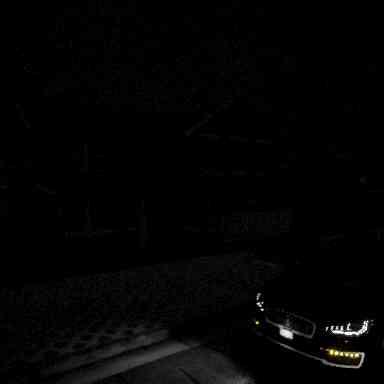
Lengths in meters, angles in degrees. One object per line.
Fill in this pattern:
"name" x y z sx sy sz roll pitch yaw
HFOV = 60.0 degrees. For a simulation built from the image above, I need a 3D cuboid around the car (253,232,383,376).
"car" 3.109 1.508 5.626 4.892 1.490 1.837 0 0 -37
